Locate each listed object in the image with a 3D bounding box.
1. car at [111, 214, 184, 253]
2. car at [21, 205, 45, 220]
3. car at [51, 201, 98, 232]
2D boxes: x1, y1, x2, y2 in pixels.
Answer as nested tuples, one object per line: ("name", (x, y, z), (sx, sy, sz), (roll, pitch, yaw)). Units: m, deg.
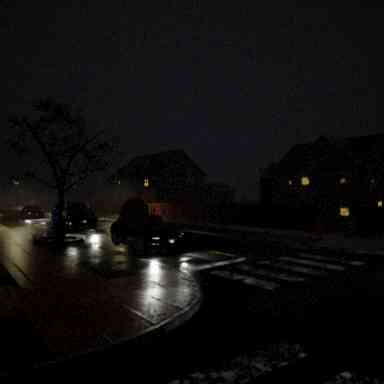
("car", (-2.246, 1.822, 15.653), (1.837, 1.490, 4.892), (-1, 0, -36))
("car", (-18.083, 2.236, 37.695), (1.837, 1.490, 4.892), (-1, 0, -35))
("car", (-8.917, 1.714, 24.913), (2.150, 2.045, 5.566), (-1, 0, -36))
